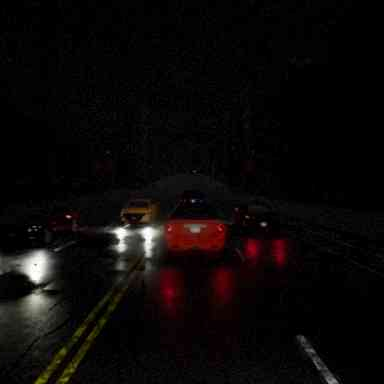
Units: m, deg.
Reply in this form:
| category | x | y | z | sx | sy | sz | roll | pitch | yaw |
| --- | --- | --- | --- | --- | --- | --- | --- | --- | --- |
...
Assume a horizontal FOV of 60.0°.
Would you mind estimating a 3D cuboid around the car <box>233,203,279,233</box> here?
| category | x | y | z | sx | sy | sz | roll | pitch | yaw |
| --- | --- | --- | --- | --- | --- | --- | --- | --- | --- |
| car | 3.347 | 1.287 | 17.790 | 1.812 | 1.442 | 4.674 | 0 | 1 | 0 |

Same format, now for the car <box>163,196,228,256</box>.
| category | x | y | z | sx | sy | sz | roll | pitch | yaw |
| --- | --- | --- | --- | --- | --- | --- | --- | --- | --- |
| car | 0.097 | 1.184 | 12.527 | 2.097 | 1.767 | 4.553 | 0 | 1 | 0 |

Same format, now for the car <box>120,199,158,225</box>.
| category | x | y | z | sx | sy | sz | roll | pitch | yaw |
| --- | --- | --- | --- | --- | --- | --- | --- | --- | --- |
| car | -3.350 | 1.186 | 21.558 | 1.882 | 1.535 | 5.008 | 0 | 1 | 0 |

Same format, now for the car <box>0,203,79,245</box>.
| category | x | y | z | sx | sy | sz | roll | pitch | yaw |
| --- | --- | --- | --- | --- | --- | --- | --- | --- | --- |
| car | -6.602 | 1.281 | 14.694 | 1.882 | 1.535 | 5.008 | 0 | 1 | 0 |

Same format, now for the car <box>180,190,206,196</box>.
| category | x | y | z | sx | sy | sz | roll | pitch | yaw |
| --- | --- | --- | --- | --- | --- | --- | --- | --- | --- |
| car | 0.094 | 0.819 | 29.398 | 2.150 | 2.045 | 5.566 | 0 | 1 | 0 |
